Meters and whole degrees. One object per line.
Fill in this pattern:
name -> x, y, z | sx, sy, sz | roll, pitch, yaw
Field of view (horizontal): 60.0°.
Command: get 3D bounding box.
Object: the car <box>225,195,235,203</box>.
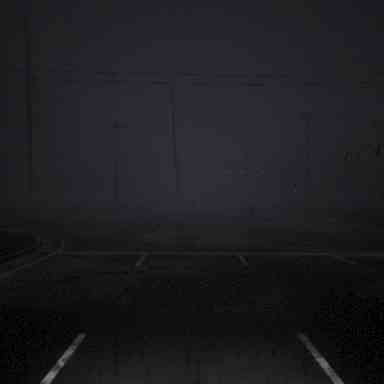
car -> 10.498, 1.951, 90.451 | 2.150, 2.045, 5.566 | 0, 0, 0

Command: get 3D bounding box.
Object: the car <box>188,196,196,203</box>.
car -> -0.002, 2.084, 90.816 | 2.097, 1.767, 4.553 | 0, 0, 0

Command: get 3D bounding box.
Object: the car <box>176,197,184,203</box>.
car -> -3.502, 2.229, 90.836 | 1.837, 1.490, 4.892 | 0, 0, 0

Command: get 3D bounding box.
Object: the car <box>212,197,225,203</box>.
car -> 6.999, 2.083, 90.741 | 2.097, 1.767, 4.553 | 0, 0, 0

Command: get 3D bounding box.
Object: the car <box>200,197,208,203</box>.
car -> 3.498, 2.228, 90.767 | 1.837, 1.490, 4.892 | 0, 0, 0

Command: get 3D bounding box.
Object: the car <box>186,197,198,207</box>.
car -> -0.001, 2.051, 60.727 | 1.994, 1.385, 4.181 | 0, 0, 0
